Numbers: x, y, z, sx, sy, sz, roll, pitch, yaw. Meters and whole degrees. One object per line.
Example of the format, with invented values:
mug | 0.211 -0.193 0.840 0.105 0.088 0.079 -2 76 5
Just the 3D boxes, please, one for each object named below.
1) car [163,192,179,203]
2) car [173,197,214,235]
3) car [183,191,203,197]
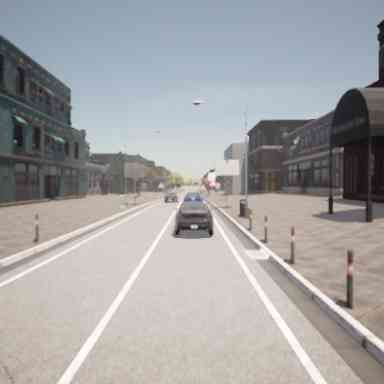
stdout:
car | -2.972 0.761 47.595 1.837 1.490 4.892 0 0 0
car | 0.106 1.260 17.291 1.837 1.490 4.892 0 1 0
car | 0.120 0.712 36.225 2.097 1.767 4.553 0 1 0
